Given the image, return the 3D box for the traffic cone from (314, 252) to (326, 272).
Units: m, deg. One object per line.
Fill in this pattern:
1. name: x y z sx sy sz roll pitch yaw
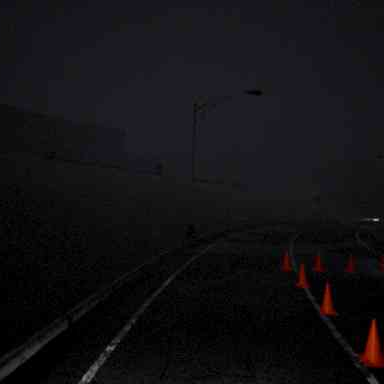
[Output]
1. traffic cone: 4.036 2.206 10.598 0.340 0.580 0.340 1 -1 5

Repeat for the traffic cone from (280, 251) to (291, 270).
1. traffic cone: 3.041 2.182 10.679 0.340 0.580 0.340 1 -1 5

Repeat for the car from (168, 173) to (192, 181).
1. car: -2.632 -2.218 52.741 2.097 1.535 5.008 -2 -5 42

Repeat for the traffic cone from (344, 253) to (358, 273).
1. traffic cone: 5.030 2.230 10.518 0.340 0.580 0.340 1 -1 5

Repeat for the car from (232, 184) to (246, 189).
1. car: 8.083 -0.877 65.570 2.002 1.452 4.674 -1 -5 39

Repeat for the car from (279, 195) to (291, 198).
1. car: 23.908 1.519 88.177 2.002 1.452 4.674 0 -6 32

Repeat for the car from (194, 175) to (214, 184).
1. car: 0.996 -1.916 56.898 2.185 1.767 4.553 -1 -5 41

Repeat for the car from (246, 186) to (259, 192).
1. car: 11.371 -0.491 69.863 2.231 1.521 4.892 -1 -5 37

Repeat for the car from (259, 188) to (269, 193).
1. car: 14.691 -0.154 74.408 2.185 1.767 4.553 -1 -5 36

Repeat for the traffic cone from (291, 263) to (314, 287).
1. traffic cone: 2.881 2.147 8.686 0.340 0.580 0.340 1 -1 5

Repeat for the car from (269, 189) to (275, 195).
1. car: 17.911 0.205 78.989 2.435 2.045 5.566 -1 -5 35

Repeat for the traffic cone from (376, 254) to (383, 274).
1. traffic cone: 6.024 2.255 10.438 0.340 0.580 0.340 1 -1 5

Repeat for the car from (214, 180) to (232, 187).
1. car: 4.644 -1.318 61.275 2.163 1.488 4.792 -1 -5 40

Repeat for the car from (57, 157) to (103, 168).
1. car: -14.046 -3.456 40.731 2.231 1.521 4.892 -2 -5 45

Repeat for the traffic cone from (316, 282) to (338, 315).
1. traffic cone: 2.721 2.116 6.692 0.340 0.580 0.340 2 -1 5

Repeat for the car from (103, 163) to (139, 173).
1. car: -10.175 -3.061 44.646 2.231 1.521 4.892 -2 -5 44

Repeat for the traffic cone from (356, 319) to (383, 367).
1. traffic cone: 2.562 2.089 4.698 0.340 0.580 0.340 2 -1 5

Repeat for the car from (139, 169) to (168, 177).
1. car: -6.362 -2.603 48.650 2.002 1.452 4.674 -2 -6 43
